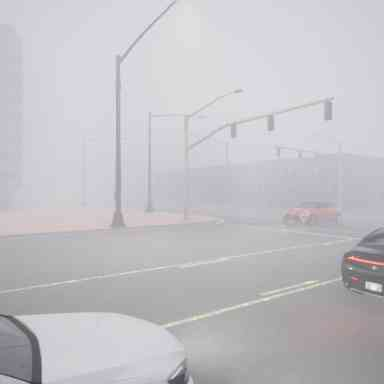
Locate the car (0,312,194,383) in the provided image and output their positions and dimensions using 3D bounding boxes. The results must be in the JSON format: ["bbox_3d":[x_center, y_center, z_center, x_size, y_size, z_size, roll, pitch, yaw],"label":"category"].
[{"bbox_3d":[-2.137,1.526,2.224,4.674,1.442,1.812,0,0,-35],"label":"car"}]

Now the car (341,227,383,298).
[{"bbox_3d":[5.341,1.505,7.551,4.892,1.490,1.837,0,0,-35],"label":"car"}]

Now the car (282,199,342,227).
[{"bbox_3d":[8.203,1.352,22.670,4.553,1.767,2.097,0,0,-35],"label":"car"}]
